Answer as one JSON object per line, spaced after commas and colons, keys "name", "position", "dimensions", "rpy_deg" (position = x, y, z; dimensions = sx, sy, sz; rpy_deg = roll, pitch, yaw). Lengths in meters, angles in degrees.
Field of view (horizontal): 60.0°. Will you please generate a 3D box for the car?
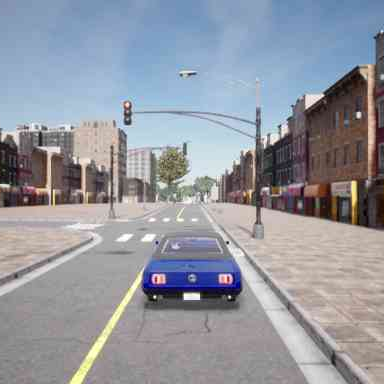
{"name": "car", "position": [0.009, 1.611, 8.267], "dimensions": [1.895, 1.301, 4.718], "rpy_deg": [0, 0, 0]}
